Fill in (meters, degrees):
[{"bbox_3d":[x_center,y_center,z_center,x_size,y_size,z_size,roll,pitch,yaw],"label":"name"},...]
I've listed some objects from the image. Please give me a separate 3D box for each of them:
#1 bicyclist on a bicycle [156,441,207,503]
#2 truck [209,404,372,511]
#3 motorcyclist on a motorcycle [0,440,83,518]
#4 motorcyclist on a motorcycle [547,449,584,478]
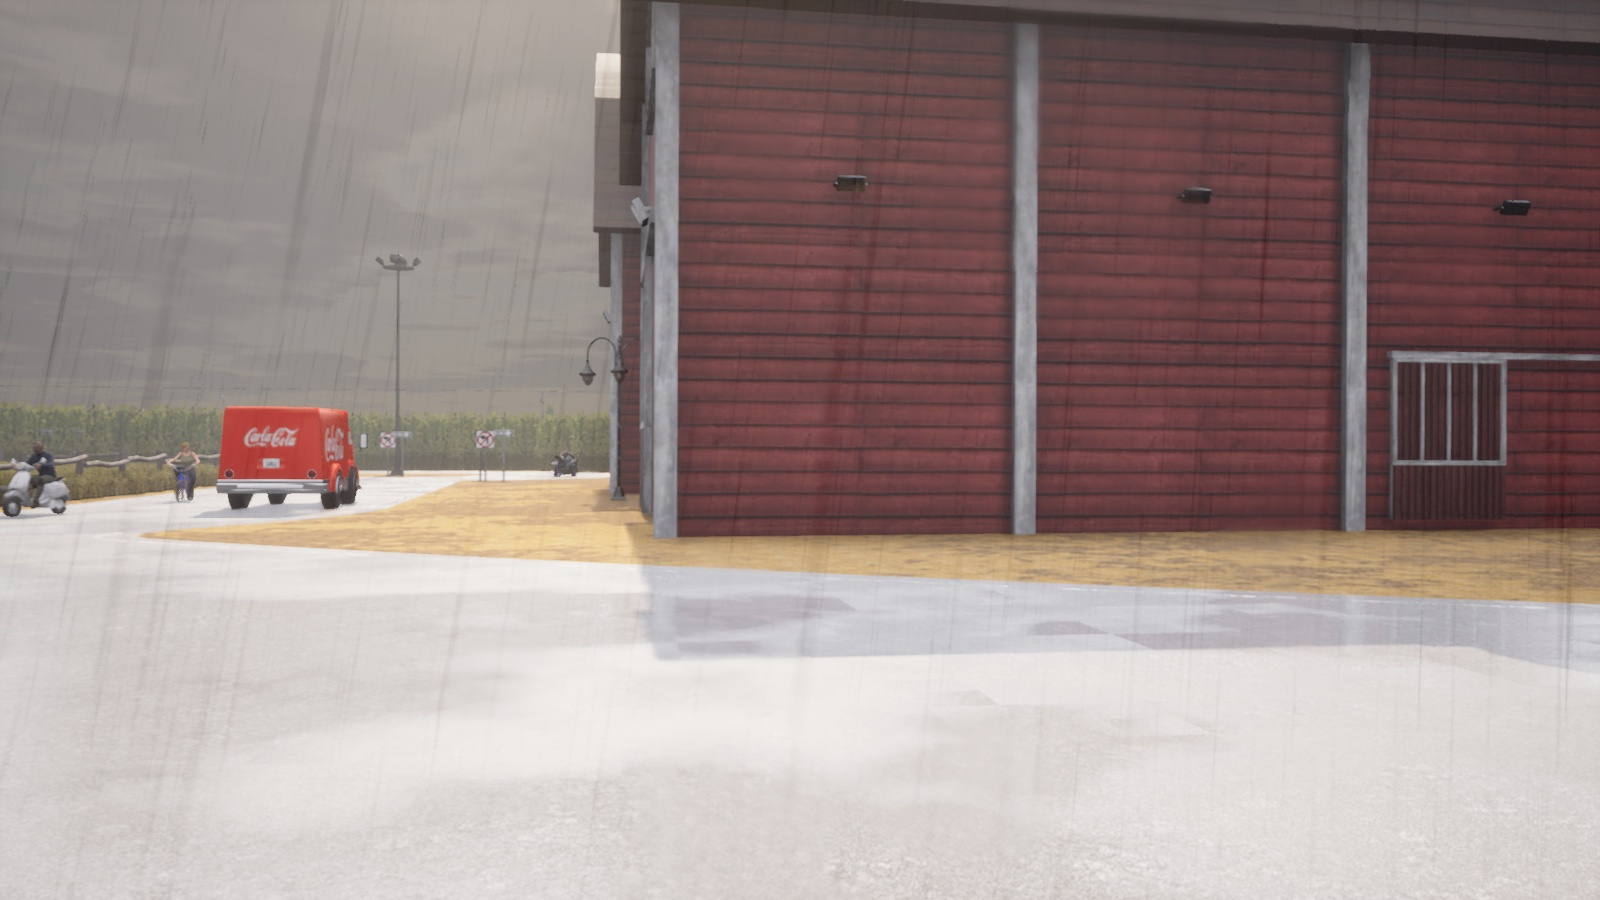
[{"bbox_3d":[-16.650,0.576,33.843,0.866,1.612,1.509,0,0,-11],"label":"bicyclist on a bicycle"},{"bbox_3d":[-12.648,0.181,31.630,2.627,2.467,5.204,0,0,-8],"label":"truck"},{"bbox_3d":[-16.368,0.595,26.829,0.866,1.590,1.817,0,0,9],"label":"motorcyclist on a motorcycle"},{"bbox_3d":[-12.275,0.704,65.851,0.866,1.530,2.191,-1,0,22],"label":"motorcyclist on a motorcycle"}]
